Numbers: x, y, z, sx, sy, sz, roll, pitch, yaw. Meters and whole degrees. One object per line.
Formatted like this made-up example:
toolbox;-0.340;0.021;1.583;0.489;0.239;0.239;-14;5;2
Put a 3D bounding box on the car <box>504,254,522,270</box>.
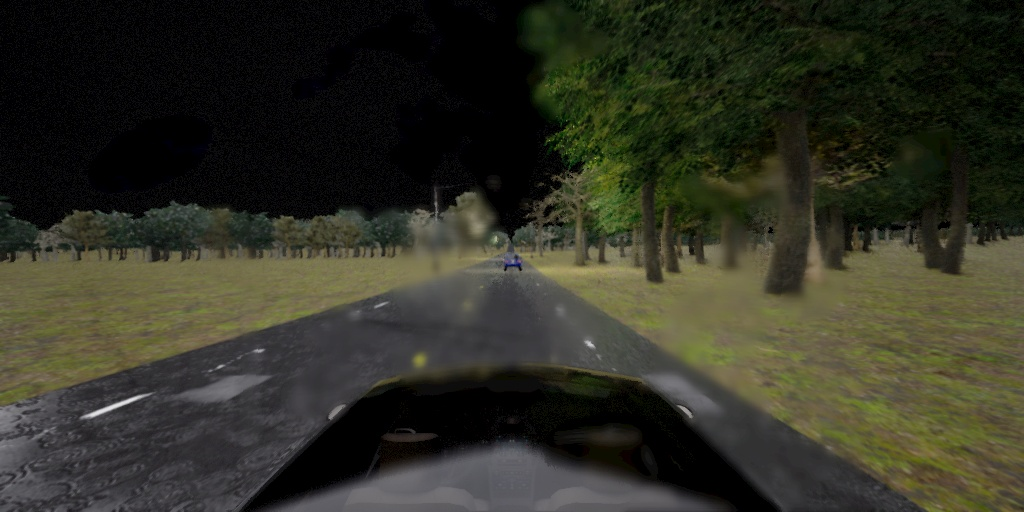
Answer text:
car;0.110;0.744;45.847;2.150;2.045;5.566;0;1;0
